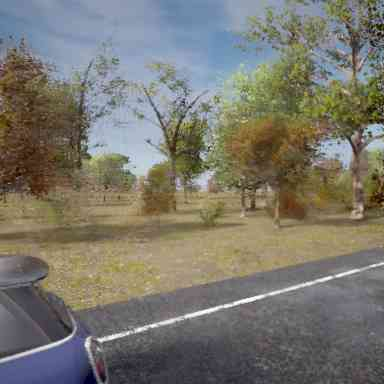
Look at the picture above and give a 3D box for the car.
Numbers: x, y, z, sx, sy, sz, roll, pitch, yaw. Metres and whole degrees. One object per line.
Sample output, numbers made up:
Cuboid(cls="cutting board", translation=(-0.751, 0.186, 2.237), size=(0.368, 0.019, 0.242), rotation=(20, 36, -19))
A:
Cuboid(cls="car", translation=(-2.842, 1.358, 1.979), size=(4.553, 1.767, 2.097), rotation=(0, 0, -36))
